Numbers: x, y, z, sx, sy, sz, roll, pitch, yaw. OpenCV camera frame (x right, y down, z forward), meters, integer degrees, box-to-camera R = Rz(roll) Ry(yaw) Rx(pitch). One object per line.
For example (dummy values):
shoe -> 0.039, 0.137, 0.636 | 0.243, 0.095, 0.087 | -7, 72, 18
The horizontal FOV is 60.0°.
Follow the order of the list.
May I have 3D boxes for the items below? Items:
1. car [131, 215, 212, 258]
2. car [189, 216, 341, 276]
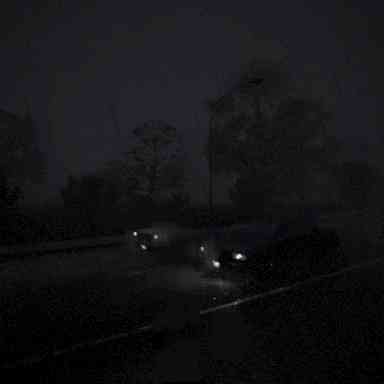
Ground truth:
car -> 0.041, 1.614, 13.004 | 4.718, 1.301, 1.895 | 0, 0, -39
car -> 2.715, 1.554, 10.658 | 5.357, 1.411, 2.033 | 0, 0, -39
